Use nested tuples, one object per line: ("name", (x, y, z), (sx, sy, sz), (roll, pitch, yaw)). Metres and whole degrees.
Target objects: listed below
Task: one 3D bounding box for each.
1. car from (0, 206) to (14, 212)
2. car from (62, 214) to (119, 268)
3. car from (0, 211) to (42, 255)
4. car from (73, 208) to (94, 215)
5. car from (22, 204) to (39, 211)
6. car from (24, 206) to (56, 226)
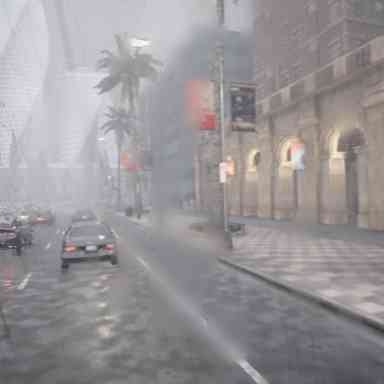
("car", (-26.755, 2.773, 47.158), (1.812, 1.442, 4.674), (-1, -1, -18))
("car", (-3.827, 1.789, 12.441), (2.033, 1.411, 5.357), (-1, -1, -18))
("car", (-8.313, 1.883, 14.868), (2.128, 1.511, 4.902), (-1, -1, -18))
("car", (-9.941, 2.171, 30.642), (1.994, 1.385, 4.181), (-1, -1, -18))
("car", (-23.912, 2.549, 49.693), (2.097, 1.767, 4.553), (-1, -1, -18))
("car", (-13.257, 2.250, 29.525), (1.994, 1.385, 4.181), (-1, -1, -18))
